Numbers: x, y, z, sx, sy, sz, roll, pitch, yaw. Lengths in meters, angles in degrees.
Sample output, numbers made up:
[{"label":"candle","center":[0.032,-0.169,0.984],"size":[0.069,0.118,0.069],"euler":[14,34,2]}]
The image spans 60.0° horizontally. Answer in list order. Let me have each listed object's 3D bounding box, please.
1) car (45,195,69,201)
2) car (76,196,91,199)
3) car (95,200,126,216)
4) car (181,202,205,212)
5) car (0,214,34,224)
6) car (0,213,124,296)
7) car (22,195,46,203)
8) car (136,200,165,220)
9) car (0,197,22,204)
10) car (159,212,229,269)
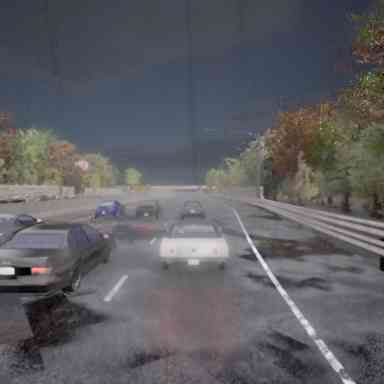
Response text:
[{"label":"car","center":[-21.043,1.479,53.040],"size":[1.895,1.301,4.718],"euler":[0,0,1]},{"label":"car","center":[-17.548,1.368,53.749],"size":[2.128,1.511,4.902],"euler":[0,0,0]},{"label":"car","center":[-6.921,1.449,28.460],"size":[1.812,1.442,4.674],"euler":[0,0,0]},{"label":"car","center":[0.077,1.489,28.159],"size":[1.994,1.385,4.181],"euler":[0,0,0]},{"label":"car","center":[-6.925,1.527,12.841],"size":[1.994,1.385,4.181],"euler":[0,0,0]},{"label":"car","center":[-3.453,1.522,8.753],"size":[2.033,1.411,5.357],"euler":[0,0,0]},{"label":"car","center":[-24.544,1.229,53.118],"size":[2.097,1.767,4.553],"euler":[0,0,0]},{"label":"car","center":[-3.426,1.433,27.514],"size":[1.837,1.490,4.892],"euler":[0,1,0]},{"label":"car","center":[-28.042,1.480,51.848],"size":[1.895,1.301,4.718],"euler":[0,0,0]},{"label":"car","center":[0.064,1.569,11.022],"size":[1.895,1.301,4.718],"euler":[0,0,0]}]
